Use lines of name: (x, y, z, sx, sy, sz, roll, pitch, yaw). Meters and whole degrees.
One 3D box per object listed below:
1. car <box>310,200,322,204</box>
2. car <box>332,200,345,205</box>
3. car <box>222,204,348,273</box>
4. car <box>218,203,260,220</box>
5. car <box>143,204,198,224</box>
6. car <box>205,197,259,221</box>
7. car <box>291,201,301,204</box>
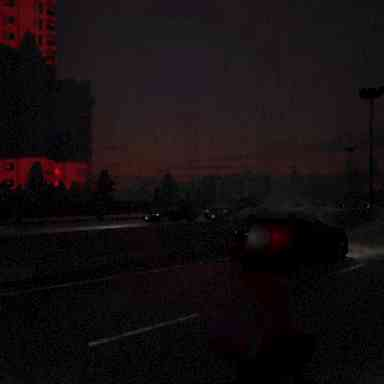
car: (23.133, 2.237, 62.234, 1.882, 1.535, 5.008, 0, -1, 17)
car: (25.474, 2.216, 57.966, 1.837, 1.490, 4.892, 0, -1, 19)
car: (3.451, 1.447, 11.373, 4.553, 1.767, 2.097, 1, -1, -41)
car: (4.058, 1.704, 21.898, 1.812, 1.442, 4.674, 0, -1, 43)
car: (-1.615, 1.665, 26.090, 2.128, 1.511, 4.902, 0, -1, 44)
car: (3.384, 1.432, 26.261, 2.150, 2.045, 5.566, 0, -1, 42)
car: (19.054, 2.318, 60.794, 1.895, 1.301, 4.718, 0, -1, 18)
